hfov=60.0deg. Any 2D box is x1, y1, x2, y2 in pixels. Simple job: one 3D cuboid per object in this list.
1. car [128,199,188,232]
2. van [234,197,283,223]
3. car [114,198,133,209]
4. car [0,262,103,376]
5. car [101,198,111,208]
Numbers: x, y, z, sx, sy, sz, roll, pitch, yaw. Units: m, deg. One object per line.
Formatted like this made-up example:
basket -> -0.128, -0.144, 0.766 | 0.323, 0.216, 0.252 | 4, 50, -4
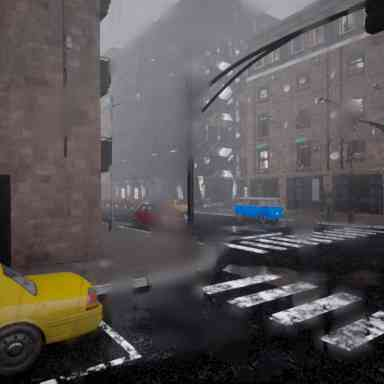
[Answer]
car -> -1.892, 1.441, 20.003 | 1.967, 1.590, 4.097 | 0, 0, -36
van -> 4.898, 1.280, 24.914 | 1.690, 1.788, 3.998 | 0, 0, -36
car -> -8.415, 1.463, 43.234 | 1.887, 1.381, 4.507 | -1, 0, -36
car -> -3.591, 1.525, 4.003 | 4.829, 1.417, 1.752 | 0, 0, -36
car -> -11.743, 1.463, 47.814 | 1.887, 1.381, 4.507 | -1, 0, -36
